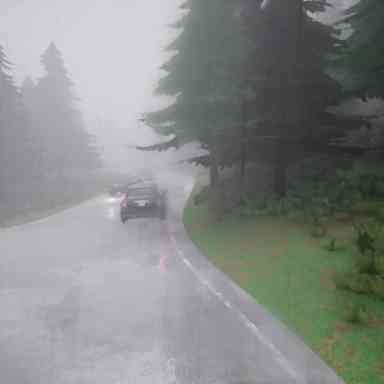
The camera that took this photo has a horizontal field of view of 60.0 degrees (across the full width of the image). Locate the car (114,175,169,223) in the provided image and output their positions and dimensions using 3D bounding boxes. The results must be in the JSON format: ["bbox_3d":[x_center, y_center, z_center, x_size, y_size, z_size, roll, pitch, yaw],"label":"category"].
[{"bbox_3d":[-2.328,0.318,17.074,2.097,1.767,4.553,-3,7,-2],"label":"car"}]

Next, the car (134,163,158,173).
[{"bbox_3d":[-8.007,-4.194,57.534,1.882,1.535,5.008,-5,7,-36],"label":"car"}]

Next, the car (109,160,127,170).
[{"bbox_3d":[-15.205,-5.195,65.004,5.566,2.045,2.150,4,6,36],"label":"car"}]

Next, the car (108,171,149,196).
[{"bbox_3d":[-5.410,-0.625,27.841,2.033,1.411,5.357,-3,7,4],"label":"car"}]

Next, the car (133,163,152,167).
[{"bbox_3d":[-7.786,-3.387,50.240,1.882,1.535,5.008,-4,7,-23],"label":"car"}]

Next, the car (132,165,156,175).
[{"bbox_3d":[-5.262,-1.888,37.682,2.128,1.511,4.902,-3,7,-1],"label":"car"}]
